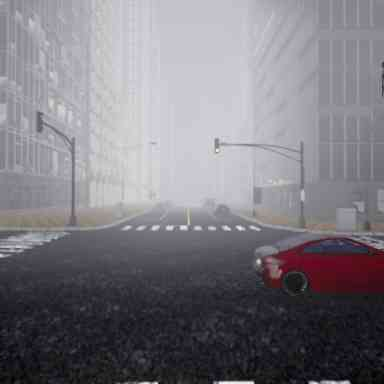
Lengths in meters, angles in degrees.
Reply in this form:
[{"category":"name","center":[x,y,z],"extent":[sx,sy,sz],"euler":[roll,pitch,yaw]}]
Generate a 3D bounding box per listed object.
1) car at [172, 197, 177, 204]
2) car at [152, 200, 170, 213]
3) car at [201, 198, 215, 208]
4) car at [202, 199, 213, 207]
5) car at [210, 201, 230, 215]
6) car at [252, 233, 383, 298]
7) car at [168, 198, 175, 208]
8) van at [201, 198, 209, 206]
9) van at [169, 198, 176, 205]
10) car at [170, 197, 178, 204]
[{"category":"car","center":[-4.814,2.314,73.112],"extent":[1.967,1.590,4.097],"euler":[0,-1,-1]},{"category":"car","center":[-4.450,2.143,45.475],"extent":[1.802,1.307,4.206],"euler":[0,-1,-1]},{"category":"car","center":[3.212,2.080,62.162],"extent":[2.192,1.841,5.009],"euler":[0,-1,-1]},{"category":"car","center":[3.138,2.267,67.688],"extent":[1.967,1.590,4.097],"euler":[0,-1,-1]},{"category":"car","center":[3.551,2.077,40.054],"extent":[1.947,1.339,4.313],"euler":[0,-1,-1]},{"category":"car","center":[3.669,1.764,8.481],"extent":[4.181,1.385,1.994],"euler":[1,-1,-3]},{"category":"car","center":[-4.668,2.317,62.056],"extent":[1.947,1.339,4.313],"euler":[0,-1,-1]},{"category":"van","center":[2.993,2.291,78.743],"extent":[1.690,1.788,3.998],"euler":[0,-1,-1]},{"category":"van","center":[-4.959,2.338,84.166],"extent":[1.690,1.788,3.998],"euler":[0,-1,-1]},{"category":"car","center":[-5.105,2.435,95.219],"extent":[2.192,1.841,5.009],"euler":[0,-1,-1]}]
